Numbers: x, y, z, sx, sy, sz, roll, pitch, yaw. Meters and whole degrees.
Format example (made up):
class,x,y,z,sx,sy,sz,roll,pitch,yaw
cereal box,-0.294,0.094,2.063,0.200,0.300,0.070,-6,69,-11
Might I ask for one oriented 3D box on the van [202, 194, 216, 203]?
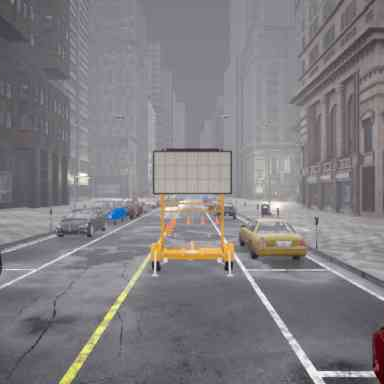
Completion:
class,x,y,z,sx,sy,sz,roll,pitch,yaw
van,2.848,1.349,50.899,1.690,1.788,3.998,0,0,0

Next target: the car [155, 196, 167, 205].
class,x,y,z,sx,sy,sz,roll,pitch,yaw
car,-5.691,1.556,61.979,1.887,1.381,4.507,0,0,0

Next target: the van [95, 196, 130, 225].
class,x,y,z,sx,sy,sz,roll,pitch,yaw
van,-5.735,1.344,23.301,1.690,1.788,3.998,0,0,0

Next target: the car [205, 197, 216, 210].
class,x,y,z,sx,sy,sz,roll,pitch,yaw
car,2.830,1.588,39.849,1.802,1.307,4.206,0,0,0

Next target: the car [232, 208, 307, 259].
class,x,y,z,sx,sy,sz,roll,pitch,yaw
car,2.788,1.527,12.394,1.752,1.417,4.829,0,0,0

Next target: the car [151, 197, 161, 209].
class,x,y,z,sx,sy,sz,roll,pitch,yaw
car,-5.710,1.532,45.233,1.752,1.417,4.829,0,0,0

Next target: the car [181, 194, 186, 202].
class,x,y,z,sx,sy,sz,roll,pitch,yaw
car,-2.893,1.525,77.751,1.837,1.490,4.892,0,0,0

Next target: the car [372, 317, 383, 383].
class,x,y,z,sx,sy,sz,roll,pitch,yaw
car,2.771,1.315,1.175,2.192,1.841,5.009,0,0,0

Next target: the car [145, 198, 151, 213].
class,x,y,z,sx,sy,sz,roll,pitch,yaw
car,-5.723,1.550,34.352,1.887,1.381,4.507,0,0,0

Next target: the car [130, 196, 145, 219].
class,x,y,z,sx,sy,sz,roll,pitch,yaw
car,-5.729,1.319,28.826,2.192,1.841,5.009,0,0,0

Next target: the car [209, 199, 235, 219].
class,x,y,z,sx,sy,sz,roll,pitch,yaw
car,2.813,1.555,28.799,2.008,1.369,4.403,0,0,0

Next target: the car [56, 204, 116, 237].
class,x,y,z,sx,sy,sz,roll,pitch,yaw
car,-5.742,1.553,17.775,2.008,1.369,4.403,0,0,0

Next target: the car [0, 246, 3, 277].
class,x,y,z,sx,sy,sz,roll,pitch,yaw
car,-5.755,1.441,6.724,1.967,1.590,4.097,0,0,0

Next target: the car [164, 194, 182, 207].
class,x,y,z,sx,sy,sz,roll,pitch,yaw
car,-3.024,1.499,50.243,2.128,1.511,4.902,0,0,0

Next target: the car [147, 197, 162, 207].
class,x,y,z,sx,sy,sz,roll,pitch,yaw
car,-5.704,1.553,50.928,1.887,1.381,4.507,0,0,0

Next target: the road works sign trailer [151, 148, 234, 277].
class,x,y,z,sx,sy,sz,roll,pitch,yaw
road works sign trailer,0.014,0.465,10.265,2.380,3.560,2.880,0,0,0

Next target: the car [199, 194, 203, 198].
class,x,y,z,sx,sy,sz,roll,pitch,yaw
car,2.864,1.556,61.949,1.887,1.381,4.507,0,0,0

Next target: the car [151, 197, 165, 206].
class,x,y,z,sx,sy,sz,roll,pitch,yaw
car,-5.697,1.554,56.453,1.887,1.381,4.507,0,0,0
